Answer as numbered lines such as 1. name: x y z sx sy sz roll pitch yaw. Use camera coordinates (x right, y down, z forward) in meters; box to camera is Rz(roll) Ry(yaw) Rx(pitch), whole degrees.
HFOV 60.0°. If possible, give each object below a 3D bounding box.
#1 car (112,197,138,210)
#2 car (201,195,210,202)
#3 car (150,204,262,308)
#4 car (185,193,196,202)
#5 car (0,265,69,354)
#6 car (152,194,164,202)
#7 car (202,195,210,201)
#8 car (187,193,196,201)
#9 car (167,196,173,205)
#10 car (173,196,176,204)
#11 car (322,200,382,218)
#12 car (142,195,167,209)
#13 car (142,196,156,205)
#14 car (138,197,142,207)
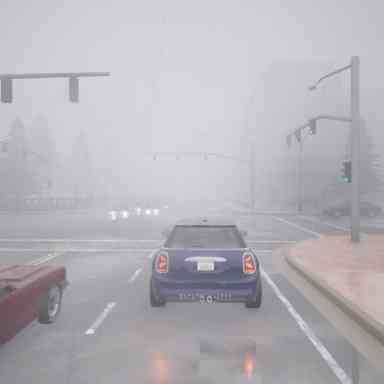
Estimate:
1. car: -8.705 1.601 42.530 1.895 1.301 4.718 0 0 2
2. car: 3.076 1.549 73.619 1.994 1.385 4.181 0 0 2
3. car: 0.305 1.352 8.090 2.097 1.767 4.553 0 0 2
4. car: -0.459 1.520 72.755 1.812 1.442 4.674 0 0 2
5. car: -3.307 1.601 4.216 1.895 1.301 4.718 0 0 2
6. car: -7.443 1.352 73.325 2.097 1.767 4.553 0 0 2
7. car: 3.404 1.475 82.324 1.882 1.535 5.008 0 0 2
8. car: -0.092 1.223 82.486 2.150 2.045 5.566 0 0 2
9. car: -4.715 1.478 55.156 1.882 1.535 5.008 0 0 2
10. car: -4.274 1.478 65.454 1.882 1.535 5.008 0 0 3
11. car: 14.115 1.505 29.515 4.892 1.490 1.837 0 0 4
12. car: -5.078 1.491 45.797 2.128 1.511 4.902 0 0 2
13. car: -7.938 1.504 61.919 1.837 1.490 4.892 0 0 3
14. car: -8.347 1.491 51.835 2.128 1.511 4.902 0 0 2
